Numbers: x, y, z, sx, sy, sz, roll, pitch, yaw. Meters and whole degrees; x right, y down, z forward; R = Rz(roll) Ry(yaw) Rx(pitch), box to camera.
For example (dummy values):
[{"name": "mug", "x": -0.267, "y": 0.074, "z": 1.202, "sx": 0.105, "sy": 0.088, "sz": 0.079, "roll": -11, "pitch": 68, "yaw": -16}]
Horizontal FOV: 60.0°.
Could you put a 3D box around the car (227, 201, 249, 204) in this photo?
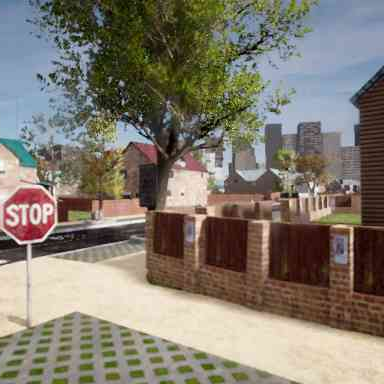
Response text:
[{"name": "car", "x": 4.045, "y": 1.390, "z": 27.677, "sx": 1.895, "sy": 1.301, "sz": 4.718, "roll": -1, "pitch": 0, "yaw": 32}]
